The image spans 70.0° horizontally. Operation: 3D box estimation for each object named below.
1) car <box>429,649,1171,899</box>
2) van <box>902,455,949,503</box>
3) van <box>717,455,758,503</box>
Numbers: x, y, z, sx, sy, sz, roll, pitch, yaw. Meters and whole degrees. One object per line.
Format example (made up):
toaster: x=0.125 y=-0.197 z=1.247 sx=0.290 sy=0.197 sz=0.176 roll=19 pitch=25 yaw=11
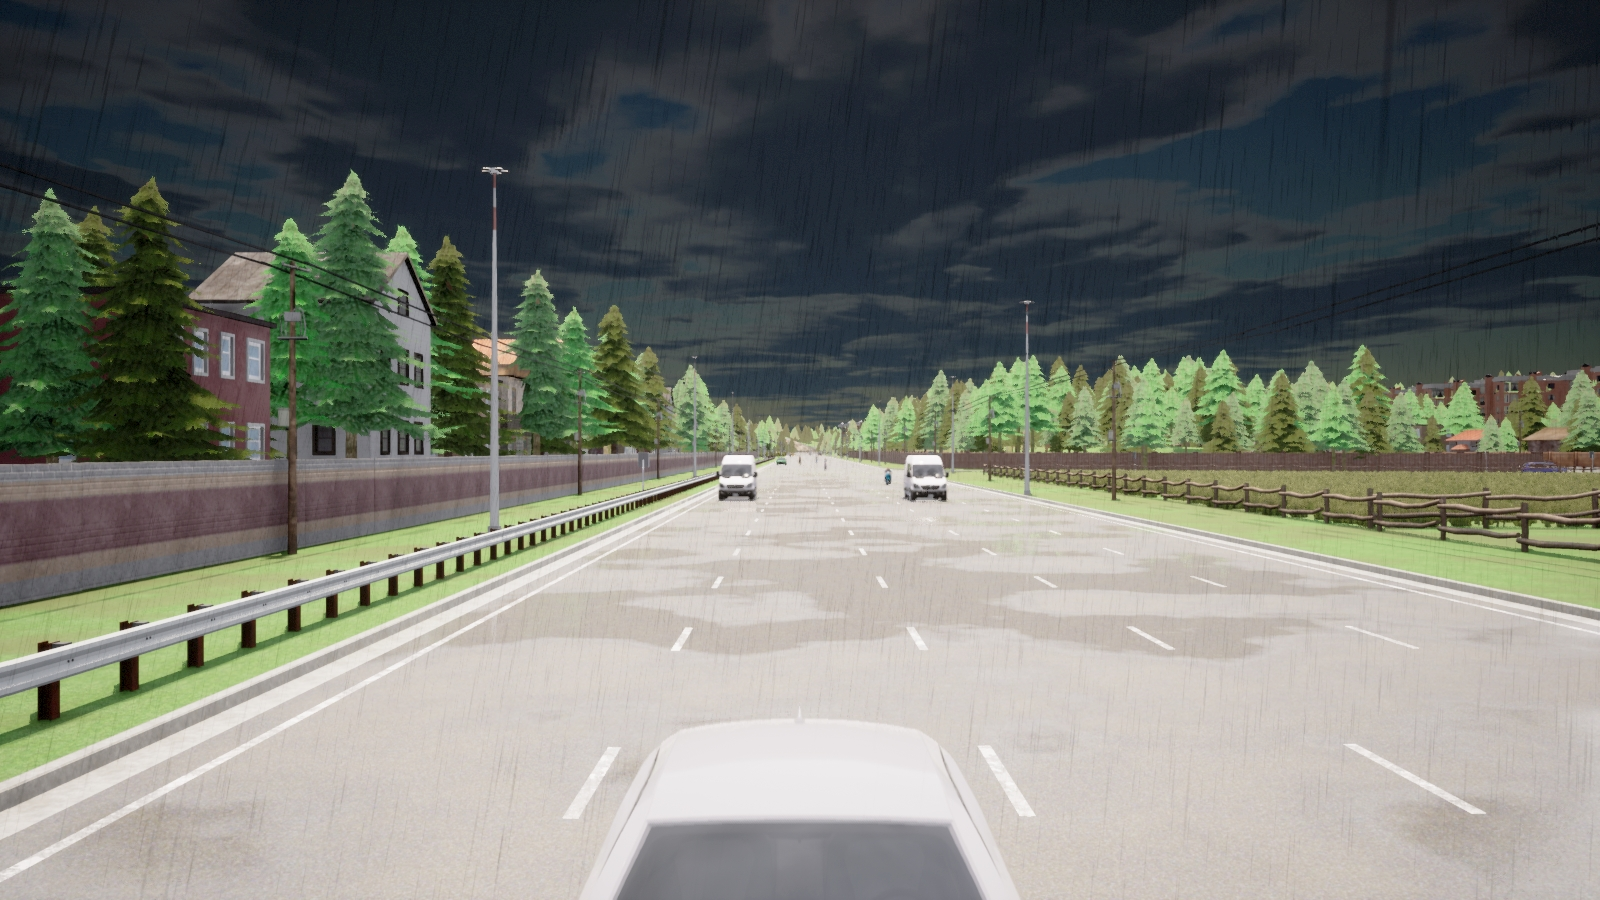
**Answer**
car: x=-0.001 y=2.038 z=4.773 sx=2.097 sy=1.535 sz=5.006 roll=0 pitch=0 yaw=0
van: x=6.987 y=1.576 z=63.984 sx=1.988 sy=2.561 sz=5.915 roll=0 pitch=0 yaw=0
van: x=-3.512 y=1.576 z=65.018 sx=1.988 sy=2.561 sz=5.915 roll=0 pitch=0 yaw=0
